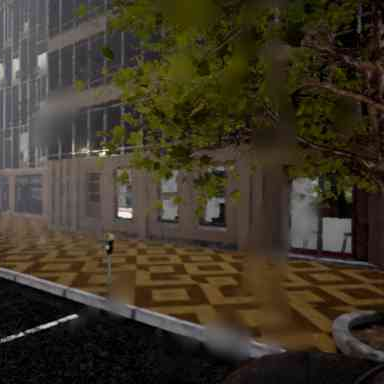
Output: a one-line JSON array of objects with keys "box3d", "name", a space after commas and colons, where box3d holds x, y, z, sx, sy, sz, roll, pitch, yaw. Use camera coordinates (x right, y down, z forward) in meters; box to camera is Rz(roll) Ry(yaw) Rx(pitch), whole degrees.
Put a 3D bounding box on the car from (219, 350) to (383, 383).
[{"box3d": [1.975, 1.558, 1.468, 4.403, 1.369, 2.008, 1, 0, 35], "name": "car"}]
